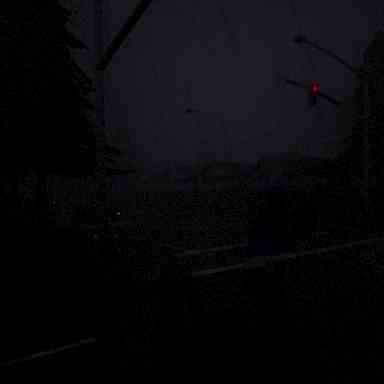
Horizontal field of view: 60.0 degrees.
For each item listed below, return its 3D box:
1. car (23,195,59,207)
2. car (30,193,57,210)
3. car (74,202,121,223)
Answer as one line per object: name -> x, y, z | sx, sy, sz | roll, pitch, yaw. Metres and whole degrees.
car -> -21.283, 1.221, 46.795 | 4.902, 1.511, 2.128 | 0, 0, 28
car -> -17.792, 1.170, 39.480 | 2.150, 2.045, 5.566 | -1, 1, -36
car -> -7.139, 1.402, 24.615 | 2.033, 1.411, 5.357 | -1, 1, -36
